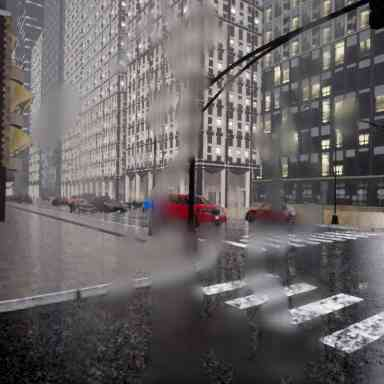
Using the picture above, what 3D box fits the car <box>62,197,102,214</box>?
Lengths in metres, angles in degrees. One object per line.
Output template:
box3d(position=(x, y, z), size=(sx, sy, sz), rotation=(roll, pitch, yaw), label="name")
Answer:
box3d(position=(-10.933, 1.427, 32.871), size=(2.008, 1.369, 4.403), rotation=(1, -1, -35), label="car")

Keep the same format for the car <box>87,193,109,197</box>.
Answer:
box3d(position=(-14.484, 1.380, 53.074), size=(2.097, 1.767, 4.553), rotation=(1, -1, -35), label="car")

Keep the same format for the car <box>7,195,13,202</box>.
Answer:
box3d(position=(-37.102, 1.396, 69.711), size=(1.947, 1.339, 4.313), rotation=(1, -1, -35), label="car")

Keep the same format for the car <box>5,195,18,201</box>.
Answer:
box3d(position=(-40.372, 1.377, 74.316), size=(2.008, 1.369, 4.403), rotation=(1, -1, -35), label="car")

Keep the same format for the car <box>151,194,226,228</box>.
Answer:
box3d(position=(-0.160, 1.167, 22.134), size=(2.150, 2.045, 5.566), rotation=(1, 0, -37), label="car")

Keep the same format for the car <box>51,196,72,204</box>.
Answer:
box3d(position=(-24.213, 1.504, 61.594), size=(2.033, 1.411, 5.357), rotation=(1, -1, -38), label="car")

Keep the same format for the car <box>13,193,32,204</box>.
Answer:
box3d(position=(-30.556, 1.155, 60.503), size=(2.192, 1.841, 5.009), rotation=(1, -1, -35), label="car")

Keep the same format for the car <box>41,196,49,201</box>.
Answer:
box3d(position=(-36.814, 1.570, 83.772), size=(1.802, 1.307, 4.206), rotation=(1, -1, -35), label="car")

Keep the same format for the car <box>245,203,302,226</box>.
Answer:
box3d(position=(5.714, 1.505, 23.909), size=(1.967, 1.590, 4.097), rotation=(1, -1, -35), label="car")

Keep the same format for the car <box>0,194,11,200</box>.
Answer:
box3d(position=(-46.819, 1.365, 83.390), size=(1.752, 1.417, 4.829), rotation=(1, -1, -35), label="car")

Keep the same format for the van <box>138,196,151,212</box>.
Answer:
box3d(position=(-4.098, 1.382, 37.725), size=(1.690, 1.788, 3.998), rotation=(1, -1, -35), label="van")

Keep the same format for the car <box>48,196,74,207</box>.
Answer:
box3d(position=(-19.560, 1.479, 49.658), size=(1.994, 1.385, 4.181), rotation=(1, -1, -35), label="car")

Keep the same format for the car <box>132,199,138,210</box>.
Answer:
box3d(position=(-7.373, 1.584, 42.328), size=(2.008, 1.369, 4.403), rotation=(1, -1, -35), label="car")

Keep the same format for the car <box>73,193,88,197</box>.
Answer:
box3d(position=(-18.762, 1.317, 53.887), size=(2.097, 1.767, 4.553), rotation=(1, -1, -36), label="car")

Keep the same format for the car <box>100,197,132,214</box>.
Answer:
box3d(position=(-8.479, 1.475, 33.890), size=(2.033, 1.411, 5.357), rotation=(1, -1, -35), label="car")

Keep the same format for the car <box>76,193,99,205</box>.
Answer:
box3d(position=(-18.576, 1.248, 58.827), size=(2.150, 2.045, 5.566), rotation=(1, -1, -35), label="car")
